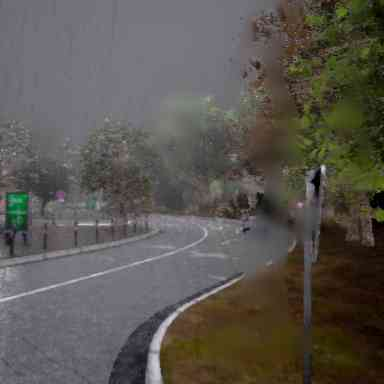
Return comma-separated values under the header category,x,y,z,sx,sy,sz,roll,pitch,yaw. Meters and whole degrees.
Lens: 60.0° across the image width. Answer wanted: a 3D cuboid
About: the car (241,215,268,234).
category,x,y,z,sx,sy,sz,roll,pitch,yaw
car,5.028,2.560,26.930,1.994,1.385,4.181,1,-2,7
